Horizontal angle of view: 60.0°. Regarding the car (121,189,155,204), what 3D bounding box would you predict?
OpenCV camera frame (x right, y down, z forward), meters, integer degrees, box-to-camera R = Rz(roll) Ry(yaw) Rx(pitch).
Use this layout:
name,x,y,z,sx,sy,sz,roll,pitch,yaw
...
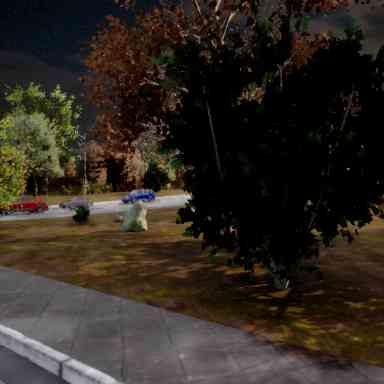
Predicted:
name,x,y,z,sx,sy,sz,roll,pitch,yaw
car,-8.092,0.627,50.555,2.150,2.045,5.566,0,3,40

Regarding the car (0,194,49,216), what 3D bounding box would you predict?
name,x,y,z,sx,sy,sz,roll,pitch,yaw
car,-17.317,1.234,33.213,2.150,2.045,5.566,0,1,39

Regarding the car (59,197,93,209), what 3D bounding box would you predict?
name,x,y,z,sx,sy,sz,roll,pitch,yaw
car,-14.742,1.385,42.386,1.994,1.385,4.181,0,2,38
